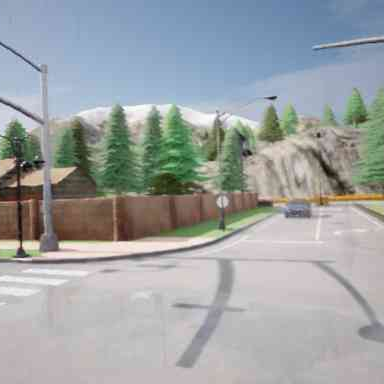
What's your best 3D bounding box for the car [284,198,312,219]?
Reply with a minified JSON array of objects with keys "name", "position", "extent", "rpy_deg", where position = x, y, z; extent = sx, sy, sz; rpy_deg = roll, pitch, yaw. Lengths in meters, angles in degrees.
[{"name":"car","position":[9.419,1.369,29.472],"extent":[2.097,1.767,4.553],"rpy_deg":[-3,-1,22]}]
